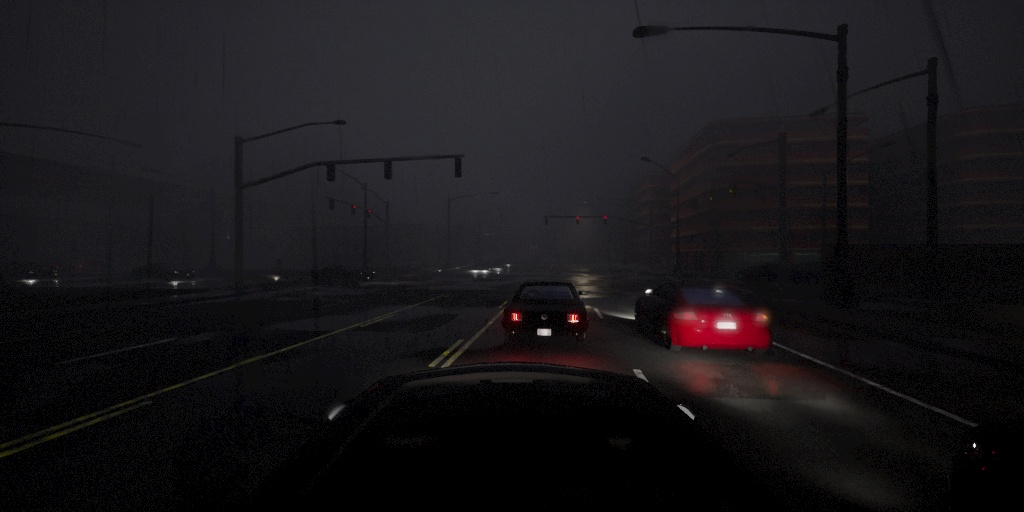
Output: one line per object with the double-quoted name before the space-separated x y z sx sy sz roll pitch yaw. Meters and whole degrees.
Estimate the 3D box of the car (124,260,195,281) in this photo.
"car" -29.030 1.276 29.834 4.674 1.442 1.812 0 0 6

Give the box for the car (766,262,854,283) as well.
"car" 22.798 1.227 27.588 5.008 1.535 1.882 0 0 7

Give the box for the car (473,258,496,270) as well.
"car" -3.890 1.176 48.697 1.994 1.385 4.181 0 1 8

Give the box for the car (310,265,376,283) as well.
"car" -12.900 1.351 27.535 4.718 1.301 1.895 0 0 16

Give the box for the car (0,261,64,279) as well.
"car" -42.861 1.249 31.676 4.892 1.490 1.837 2 1 12

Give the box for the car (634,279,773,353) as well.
"car" 4.398 1.314 8.909 1.994 1.385 4.181 0 0 7

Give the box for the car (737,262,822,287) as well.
"car" 18.177 1.228 24.393 5.008 1.535 1.882 0 0 7

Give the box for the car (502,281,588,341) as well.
"car" 0.994 1.351 9.908 1.895 1.301 4.718 0 0 8

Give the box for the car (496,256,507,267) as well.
"car" -2.546 1.064 58.551 1.895 1.301 4.718 0 1 8

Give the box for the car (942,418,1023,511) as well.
"car" 3.640 1.242 0.196 2.128 1.511 4.902 0 0 1

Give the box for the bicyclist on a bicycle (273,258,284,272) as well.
"bicyclist on a bicycle" -26.429 1.053 40.569 0.582 1.620 1.656 0 0 7
